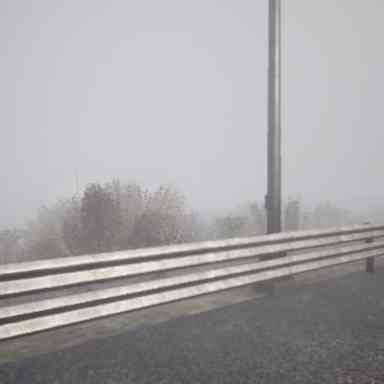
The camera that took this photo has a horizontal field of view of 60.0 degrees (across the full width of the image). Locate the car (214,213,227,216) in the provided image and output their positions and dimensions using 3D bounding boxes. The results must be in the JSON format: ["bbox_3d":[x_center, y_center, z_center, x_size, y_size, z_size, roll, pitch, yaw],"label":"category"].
[{"bbox_3d":[5.894,4.883,65.040,4.892,1.490,1.837,-4,3,-19],"label":"car"}]
